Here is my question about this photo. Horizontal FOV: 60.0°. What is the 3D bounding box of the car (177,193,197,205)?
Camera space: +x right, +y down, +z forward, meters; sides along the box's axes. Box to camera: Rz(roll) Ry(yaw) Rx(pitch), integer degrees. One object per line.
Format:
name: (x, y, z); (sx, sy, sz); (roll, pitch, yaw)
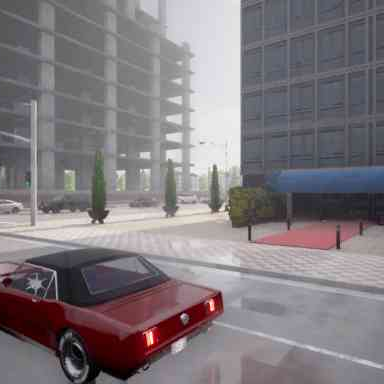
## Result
car: (-1.318, 1.223, 59.522); (2.150, 2.045, 5.566); (0, 0, 36)

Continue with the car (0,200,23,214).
car: (-19.761, 1.526, 33.986); (1.812, 1.442, 4.674); (0, 0, 36)

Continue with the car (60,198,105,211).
car: (-13.801, 1.547, 42.265); (2.033, 1.411, 5.357); (0, 0, 36)

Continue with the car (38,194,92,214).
car: (-13.771, 1.221, 36.317); (2.150, 2.045, 5.566); (0, 0, 36)

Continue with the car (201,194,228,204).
car: (3.915, 1.548, 60.737); (2.033, 1.411, 5.357); (0, 0, 36)

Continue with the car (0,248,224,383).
car: (-1.963, 1.601, 5.380); (4.718, 1.301, 1.895); (0, 0, 35)

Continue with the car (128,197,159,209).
car: (-6.681, 1.505, 46.159); (1.837, 1.490, 4.892); (0, 0, 36)
